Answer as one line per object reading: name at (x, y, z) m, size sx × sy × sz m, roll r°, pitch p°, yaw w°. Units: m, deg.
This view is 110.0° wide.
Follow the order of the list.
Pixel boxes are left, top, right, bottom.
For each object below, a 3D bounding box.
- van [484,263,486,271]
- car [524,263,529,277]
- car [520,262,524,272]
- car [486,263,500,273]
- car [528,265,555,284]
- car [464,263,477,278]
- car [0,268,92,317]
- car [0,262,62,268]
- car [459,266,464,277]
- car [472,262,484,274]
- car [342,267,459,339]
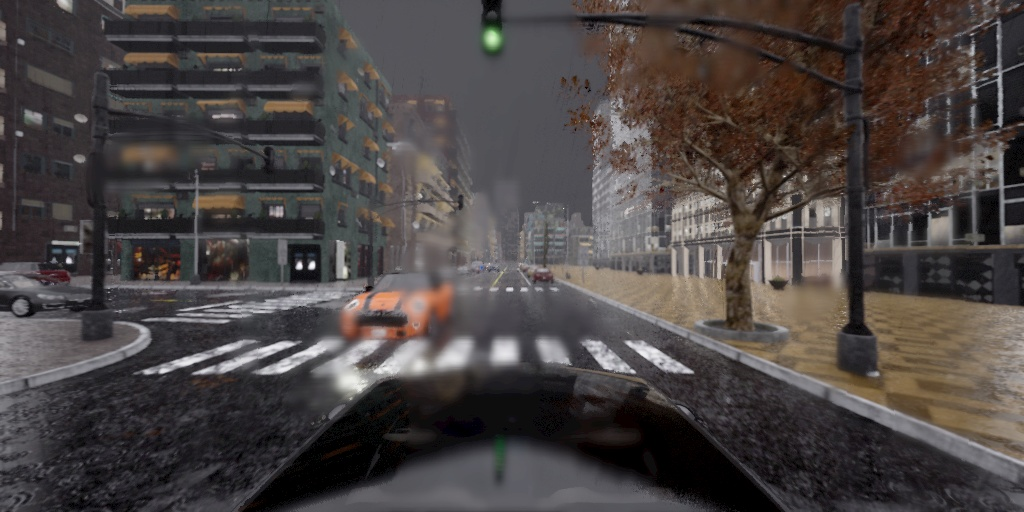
van at (-5.711, 1.845, 58.895) m, size 1.690 × 1.789 × 3.998 m, roll 0°, pitch 0°, yaw 0°
car at (2.676, 1.803, 42.471) m, size 1.751 × 1.417 × 4.829 m, roll 0°, pitch 0°, yaw 0°
car at (2.670, 2.086, 58.897) m, size 1.802 × 1.307 × 4.207 m, roll 0°, pitch 0°, yaw 0°
car at (-3.022, 2.018, 60.805) m, size 2.033 × 1.411 × 5.357 m, roll 0°, pitch -1°, yaw 0°
car at (2.680, 1.674, 31.237) m, size 1.888 × 1.381 × 4.507 m, roll 0°, pitch 0°, yaw 0°
car at (-5.704, 1.828, 42.298) m, size 2.007 × 1.370 × 4.403 m, roll 0°, pitch 0°, yaw 0°
car at (-16.438, 1.217, 11.818) m, size 4.403 × 1.370 × 2.007 m, roll 0°, pitch 0°, yaw -1°
car at (-27.628, 1.063, 20.083) m, size 4.097 × 1.591 × 1.967 m, roll 0°, pitch 0°, yaw -1°
car at (-5.700, 1.679, 31.234) m, size 2.007 × 1.370 × 4.403 m, roll 0°, pitch 0°, yaw 0°
car at (-5.708, 1.868, 53.362) m, size 1.967 × 1.591 × 4.097 m, roll 0°, pitch 0°, yaw 0°
car at (-3.003, 1.207, 10.406) m, size 2.097 × 1.767 × 4.553 m, roll 0°, pitch -1°, yaw 0°
